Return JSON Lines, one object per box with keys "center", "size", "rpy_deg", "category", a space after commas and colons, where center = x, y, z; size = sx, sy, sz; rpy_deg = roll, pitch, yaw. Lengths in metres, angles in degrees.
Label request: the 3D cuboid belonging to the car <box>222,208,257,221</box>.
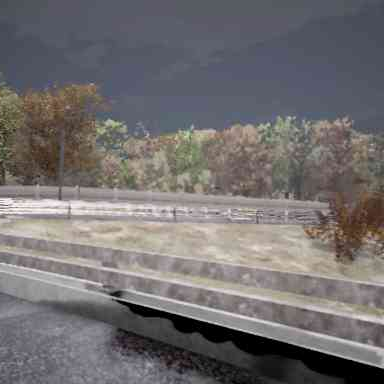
{"center": [6.039, 2.839, 42.472], "size": [5.008, 1.535, 1.882], "rpy_deg": [4, -1, -24], "category": "car"}
